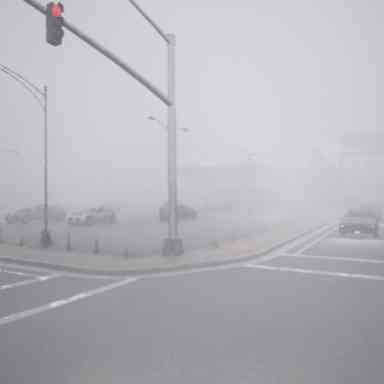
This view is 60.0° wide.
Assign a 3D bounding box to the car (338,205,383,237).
[{"bbox_3d":[9.650,1.664,19.061,2.033,1.411,5.357,-1,-1,30],"label":"car"}]

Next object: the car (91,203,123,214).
[{"bbox_3d":[-12.662,2.433,49.838,2.007,1.523,4.514,-1,-1,30],"label":"car"}]

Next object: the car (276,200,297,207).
[{"bbox_3d":[22.024,2.730,77.335,4.611,1.667,2.242,-1,-1,30],"label":"car"}]

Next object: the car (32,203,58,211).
[{"bbox_3d":[-30.458,3.032,68.955,2.007,1.523,4.514,-1,-1,30],"label":"car"}]

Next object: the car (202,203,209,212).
[{"bbox_3d":[1.976,2.338,50.358,1.970,1.475,3.806,-1,-1,30],"label":"car"}]

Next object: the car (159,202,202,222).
[{"bbox_3d":[-1.225,1.950,30.859,2.007,1.523,4.514,-1,-1,30],"label":"car"}]

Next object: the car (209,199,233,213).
[{"bbox_3d":[4.547,1.984,48.172,1.905,1.878,3.866,-1,-1,30],"label":"car"}]

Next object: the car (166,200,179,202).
[{"bbox_3d":[-2.233,1.986,43.001,1.932,1.855,4.605,-1,-1,30],"label":"car"}]

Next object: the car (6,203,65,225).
[{"bbox_3d":[-13.642,1.922,29.514,2.152,1.636,5.027,-1,-1,30],"label":"car"}]

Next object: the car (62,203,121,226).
[{"bbox_3d":[-7.922,1.881,26.586,1.970,1.475,3.806,-1,-1,30],"label":"car"}]

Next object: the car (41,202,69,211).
[{"bbox_3d":[-27.716,2.963,67.433,2.152,1.636,5.027,-1,-1,30],"label":"car"}]

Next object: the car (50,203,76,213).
[{"bbox_3d":[-21.294,2.646,54.868,1.845,1.501,3.633,-1,-1,30],"label":"car"}]

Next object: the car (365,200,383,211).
[{"bbox_3d":[22.917,1.636,41.728,1.895,1.301,4.718,-1,-1,30],"label":"car"}]

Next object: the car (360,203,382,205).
[{"bbox_3d":[15.183,1.736,28.561,1.837,1.490,4.892,-1,-2,30],"label":"car"}]
